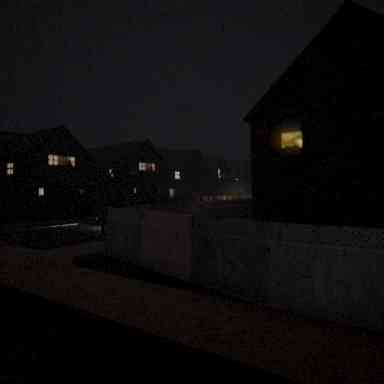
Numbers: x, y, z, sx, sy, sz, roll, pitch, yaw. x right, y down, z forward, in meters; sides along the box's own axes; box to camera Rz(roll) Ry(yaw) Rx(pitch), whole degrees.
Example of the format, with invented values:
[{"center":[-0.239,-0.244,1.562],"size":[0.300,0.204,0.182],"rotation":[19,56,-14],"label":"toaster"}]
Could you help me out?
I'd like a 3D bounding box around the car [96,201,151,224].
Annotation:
[{"center":[-4.418,1.387,23.309],"size":[1.837,1.490,4.892],"rotation":[-2,0,36],"label":"car"}]
